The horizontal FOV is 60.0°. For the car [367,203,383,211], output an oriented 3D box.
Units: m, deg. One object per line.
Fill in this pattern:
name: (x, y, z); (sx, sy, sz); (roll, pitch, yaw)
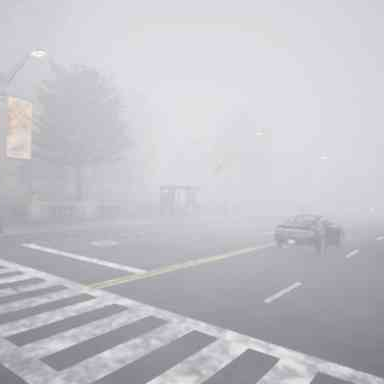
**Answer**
car: (38.501, 3.130, 68.878); (4.674, 1.452, 2.002); (2, 0, -33)

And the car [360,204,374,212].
car: (32.045, 2.882, 60.115); (4.674, 1.442, 1.812); (2, 0, -43)

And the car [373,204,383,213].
car: (33.215, 2.917, 56.401); (5.357, 1.411, 2.033); (2, -1, -44)

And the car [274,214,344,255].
car: (5.302, 1.746, 14.721); (2.128, 1.511, 4.902); (1, 0, 38)
